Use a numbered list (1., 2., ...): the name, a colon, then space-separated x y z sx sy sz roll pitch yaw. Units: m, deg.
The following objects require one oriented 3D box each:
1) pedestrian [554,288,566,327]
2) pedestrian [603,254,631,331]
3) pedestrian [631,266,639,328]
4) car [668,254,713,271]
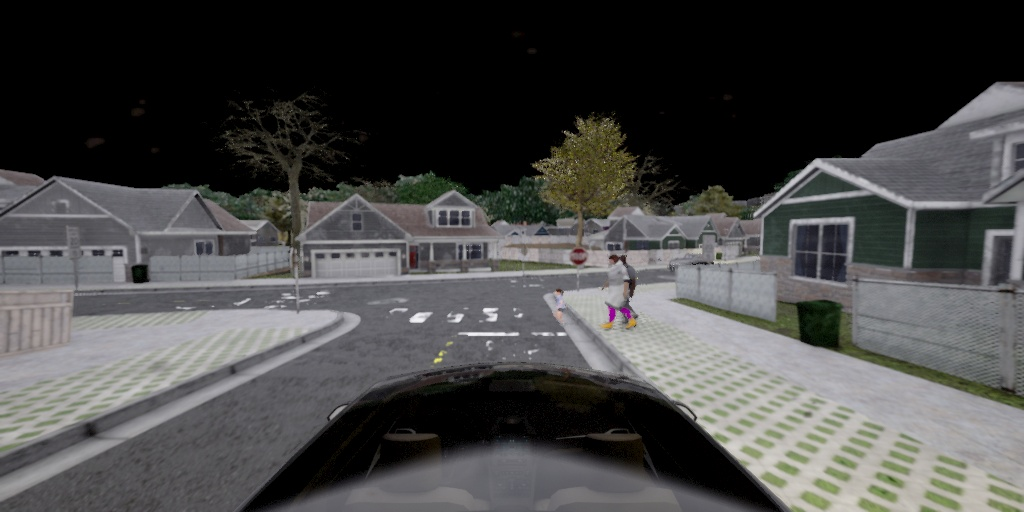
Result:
1. pedestrian: 1.364 1.333 9.713 0.500 1.100 0.500 -3 4 0
2. pedestrian: 2.482 0.815 8.477 0.375 1.860 0.375 -3 4 0
3. pedestrian: 2.892 0.808 9.077 0.375 1.860 0.375 -3 4 0
4. car: 15.918 0.560 31.918 4.902 1.511 2.128 -2 4 -34
